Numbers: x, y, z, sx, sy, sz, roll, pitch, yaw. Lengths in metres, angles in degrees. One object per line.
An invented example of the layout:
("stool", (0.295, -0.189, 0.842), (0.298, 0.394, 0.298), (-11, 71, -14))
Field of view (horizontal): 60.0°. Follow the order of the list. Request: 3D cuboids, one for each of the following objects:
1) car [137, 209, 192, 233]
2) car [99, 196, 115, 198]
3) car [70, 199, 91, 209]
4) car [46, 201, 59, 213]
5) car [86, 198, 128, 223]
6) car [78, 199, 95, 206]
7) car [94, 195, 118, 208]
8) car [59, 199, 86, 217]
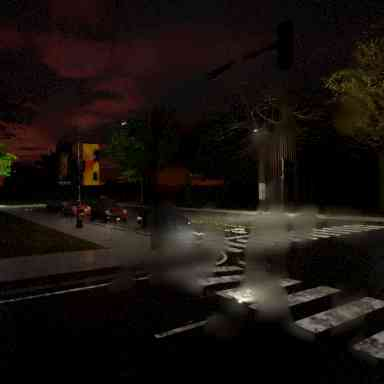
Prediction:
("car", (-1.996, 1.821, 22.055), (2.033, 1.411, 5.357), (-1, 0, -29))
("car", (-13.815, 1.785, 50.377), (2.097, 1.767, 4.553), (-1, 0, -35))
("car", (-19.680, 2.081, 58.686), (2.033, 1.411, 5.357), (-1, 0, -35))
("car", (-18.870, 2.037, 46.124), (1.882, 1.535, 5.008), (-1, 0, -35))
("car", (-7.497, 1.718, 29.805), (2.097, 1.767, 4.553), (-1, 0, -35))
("car", (-21.181, 2.103, 66.663), (1.994, 1.385, 4.181), (-1, 0, -35))
("car", (-15.061, 1.656, 57.920), (2.150, 2.045, 5.566), (-1, 0, -35))
("car", (-13.110, 1.813, 37.822), (2.097, 1.767, 4.553), (-1, 0, -35))
